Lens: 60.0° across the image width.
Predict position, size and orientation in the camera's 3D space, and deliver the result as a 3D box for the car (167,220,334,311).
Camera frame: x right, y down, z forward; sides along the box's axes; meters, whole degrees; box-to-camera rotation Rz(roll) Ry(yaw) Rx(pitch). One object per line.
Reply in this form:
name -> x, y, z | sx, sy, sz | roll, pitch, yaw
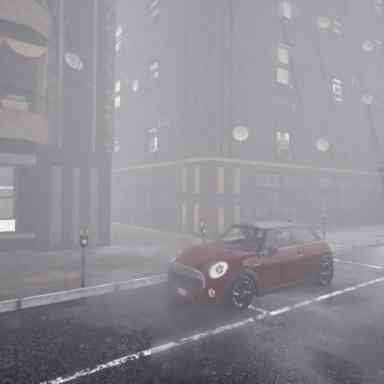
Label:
car -> 1.426, 1.442, 7.722 | 4.097, 1.590, 1.967 | 0, 1, -36
